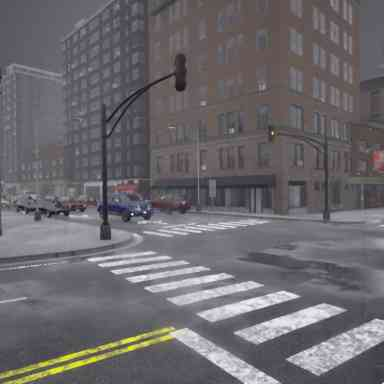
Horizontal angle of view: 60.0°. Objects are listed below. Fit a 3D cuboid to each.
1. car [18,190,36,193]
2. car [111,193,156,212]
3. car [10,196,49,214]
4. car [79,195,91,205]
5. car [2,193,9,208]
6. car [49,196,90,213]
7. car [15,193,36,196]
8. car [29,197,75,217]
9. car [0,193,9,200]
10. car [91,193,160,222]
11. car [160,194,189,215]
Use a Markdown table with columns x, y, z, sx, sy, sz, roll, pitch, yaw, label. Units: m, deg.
| x | y | z | sx | sy | sz | roll | pitch | yaw | label |
| --- | --- | --- | --- | --- | --- | --- | --- | --- | --- |
| -25.832 | 0.783 | 51.664 | 2.150 | 2.045 | 5.566 | -1 | 1 | -44 | car |
| -6.238 | 1.045 | 35.147 | 2.192 | 1.841 | 5.009 | 0 | 1 | -44 | car |
| -16.189 | 1.375 | 33.166 | 1.947 | 1.339 | 4.313 | 0 | 1 | -44 | car |
| -13.905 | 1.083 | 43.058 | 1.967 | 1.590 | 4.097 | 0 | 1 | -44 | car |
| -23.734 | 1.247 | 40.951 | 1.752 | 1.417 | 4.829 | 0 | 1 | -44 | car |
| -12.384 | 1.391 | 33.190 | 1.895 | 1.301 | 4.718 | -1 | 1 | -44 | car |
| -21.144 | 1.195 | 42.257 | 1.837 | 1.490 | 4.892 | -1 | 1 | -44 | car |
| -12.356 | 1.417 | 29.212 | 1.947 | 1.339 | 4.313 | 0 | 1 | -44 | car |
| -40.736 | 0.885 | 70.743 | 1.947 | 1.339 | 4.313 | 0 | 1 | -44 | car |
| -5.305 | 1.089 | 25.882 | 2.150 | 2.045 | 5.566 | -1 | 1 | -44 | car |
| -2.405 | 1.087 | 31.192 | 2.192 | 1.841 | 5.009 | 0 | 1 | -44 | car |
